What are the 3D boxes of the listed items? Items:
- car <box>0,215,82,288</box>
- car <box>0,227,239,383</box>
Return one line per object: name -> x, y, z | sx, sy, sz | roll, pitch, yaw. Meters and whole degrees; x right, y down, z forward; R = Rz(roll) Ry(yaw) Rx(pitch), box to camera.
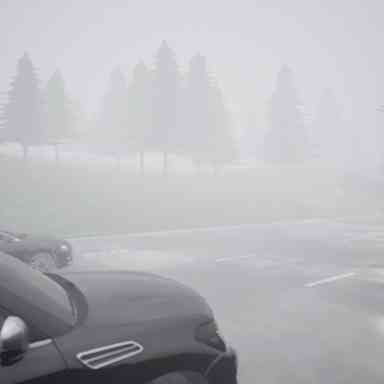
car -> -5.569, 1.493, 8.372 | 4.902, 1.511, 2.128 | 0, 0, -35
car -> -2.237, 1.222, 2.153 | 5.566, 2.045, 2.150 | 0, 0, -35
